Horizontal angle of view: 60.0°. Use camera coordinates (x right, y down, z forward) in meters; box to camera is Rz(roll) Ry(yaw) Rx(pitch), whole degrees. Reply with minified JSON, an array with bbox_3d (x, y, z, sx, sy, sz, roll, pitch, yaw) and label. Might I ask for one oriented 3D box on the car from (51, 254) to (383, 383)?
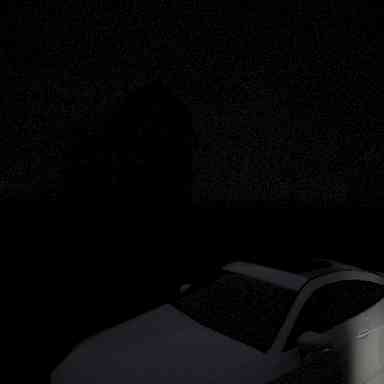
[{"bbox_3d":[0.905,1.528,3.712,4.674,1.442,1.812,-1,0,-35],"label":"car"}]
